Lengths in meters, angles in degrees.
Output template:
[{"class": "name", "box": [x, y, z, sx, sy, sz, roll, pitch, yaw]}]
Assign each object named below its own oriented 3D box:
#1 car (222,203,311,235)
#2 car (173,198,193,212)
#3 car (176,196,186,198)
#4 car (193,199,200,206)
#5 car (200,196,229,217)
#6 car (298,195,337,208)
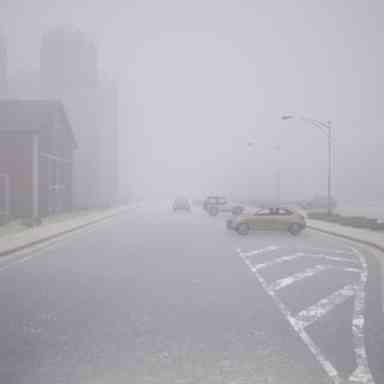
[{"class": "car", "box": [3.963, 1.521, 18.181, 4.193, 1.474, 1.816, 0, 0, -2]}, {"class": "car", "box": [-1.237, 1.634, 38.553, 1.895, 1.301, 4.718, 0, 0, -2]}, {"class": "car", "box": [-1.596, 1.394, 48.638, 2.097, 1.767, 4.553, 0, 0, -2]}, {"class": "car", "box": [2.270, 1.528, 55.836, 4.611, 1.667, 2.242, 0, 0, -2]}, {"class": "car", "box": [2.992, 1.340, 31.640, 3.866, 1.878, 1.905, 0, 0, -2]}, {"class": "car", "box": [15.937, 1.345, 42.221, 4.605, 1.855, 1.932, 0, 0, -2]}]
